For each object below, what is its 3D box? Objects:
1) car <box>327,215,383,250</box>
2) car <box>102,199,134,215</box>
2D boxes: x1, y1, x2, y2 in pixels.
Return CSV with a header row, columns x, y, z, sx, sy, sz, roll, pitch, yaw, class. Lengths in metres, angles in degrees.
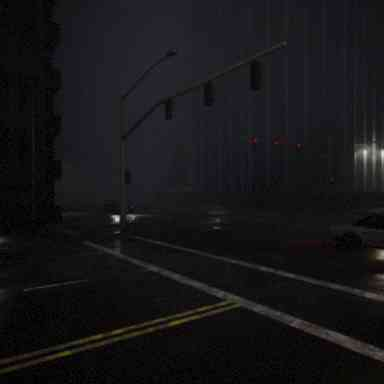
x,y,z,sx,sy,sz,roll,pitch,yaw,class
7.486,1.518,11.915,1.895,1.301,4.718,0,0,-35,car
-7.487,1.448,33.370,1.812,1.442,4.674,0,0,-35,car
